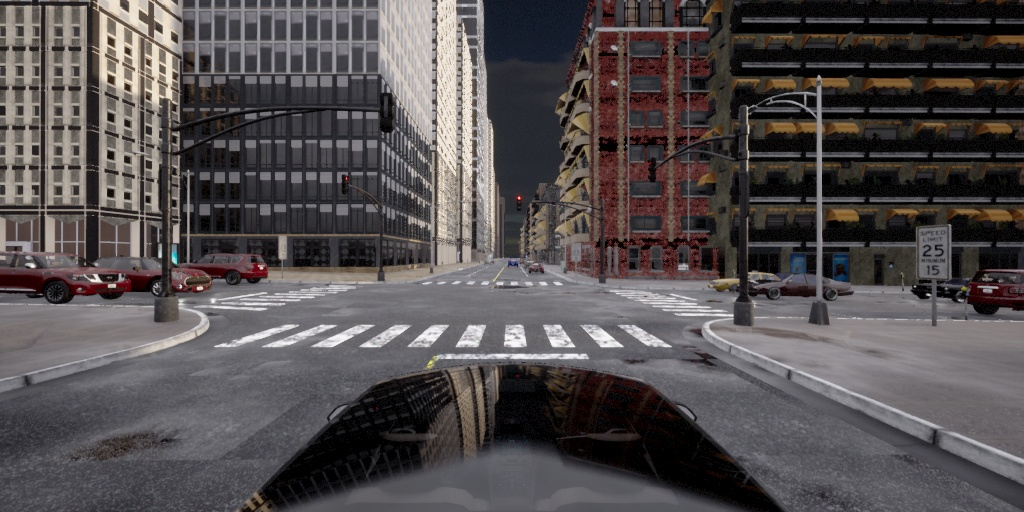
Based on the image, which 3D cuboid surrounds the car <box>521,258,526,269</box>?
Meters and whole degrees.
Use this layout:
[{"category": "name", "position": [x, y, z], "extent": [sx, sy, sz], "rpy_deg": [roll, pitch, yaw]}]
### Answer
[{"category": "car", "position": [2.766, 1.317, 54.686], "extent": [2.007, 1.370, 4.403], "rpy_deg": [0, 0, 0]}]

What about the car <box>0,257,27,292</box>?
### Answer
[{"category": "car", "position": [-25.382, 0.780, 15.970], "extent": [5.008, 1.535, 1.882], "rpy_deg": [1, 0, 0]}]

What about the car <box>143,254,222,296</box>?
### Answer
[{"category": "car", "position": [-16.268, 0.825, 16.074], "extent": [4.553, 1.767, 2.097], "rpy_deg": [1, 0, -2]}]

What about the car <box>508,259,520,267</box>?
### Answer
[{"category": "car", "position": [0.191, 1.252, 65.122], "extent": [1.882, 1.535, 5.008], "rpy_deg": [0, 0, 0]}]

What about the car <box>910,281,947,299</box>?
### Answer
[{"category": "car", "position": [24.889, 1.839, 19.539], "extent": [4.718, 1.301, 1.895], "rpy_deg": [1, 0, -1]}]

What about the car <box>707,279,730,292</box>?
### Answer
[{"category": "car", "position": [14.660, 1.587, 22.055], "extent": [4.829, 1.417, 1.751], "rpy_deg": [0, 0, 0]}]

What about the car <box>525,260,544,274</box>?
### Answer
[{"category": "car", "position": [2.798, 1.341, 41.769], "extent": [1.802, 1.307, 4.207], "rpy_deg": [0, 0, 0]}]

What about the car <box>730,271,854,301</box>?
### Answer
[{"category": "car", "position": [15.259, 1.610, 19.468], "extent": [5.357, 1.411, 2.033], "rpy_deg": [1, 0, 0]}]

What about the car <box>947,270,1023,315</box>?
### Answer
[{"category": "car", "position": [20.616, 1.461, 13.750], "extent": [5.009, 1.841, 2.192], "rpy_deg": [0, 0, 0]}]

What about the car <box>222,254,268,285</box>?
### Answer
[{"category": "car", "position": [-17.681, 0.776, 21.819], "extent": [5.009, 1.841, 2.192], "rpy_deg": [0, 0, 0]}]

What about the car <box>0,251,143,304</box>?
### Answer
[{"category": "car", "position": [-17.558, 0.757, 13.439], "extent": [5.009, 1.841, 2.192], "rpy_deg": [0, 0, 0]}]
